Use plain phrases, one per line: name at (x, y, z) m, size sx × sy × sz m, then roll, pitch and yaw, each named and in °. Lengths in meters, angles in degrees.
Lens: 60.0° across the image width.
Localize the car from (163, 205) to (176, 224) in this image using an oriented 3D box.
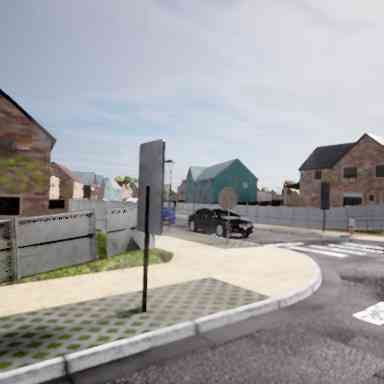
car at (-2.929, 1.758, 27.292) m, size 1.882 × 1.535 × 5.008 m, roll 3°, pitch -2°, yaw -25°

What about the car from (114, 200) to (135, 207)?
car at (-6.878, 1.792, 36.262) m, size 2.097 × 1.767 × 4.553 m, roll 2°, pitch -2°, yaw -22°

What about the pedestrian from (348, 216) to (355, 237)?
pedestrian at (8.595, 1.814, 17.904) m, size 0.500 × 1.100 × 0.500 m, roll 2°, pitch -1°, yaw -31°

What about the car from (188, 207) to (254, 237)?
car at (1.489, 1.628, 18.812) m, size 1.837 × 1.490 × 4.892 m, roll 3°, pitch -2°, yaw -29°
